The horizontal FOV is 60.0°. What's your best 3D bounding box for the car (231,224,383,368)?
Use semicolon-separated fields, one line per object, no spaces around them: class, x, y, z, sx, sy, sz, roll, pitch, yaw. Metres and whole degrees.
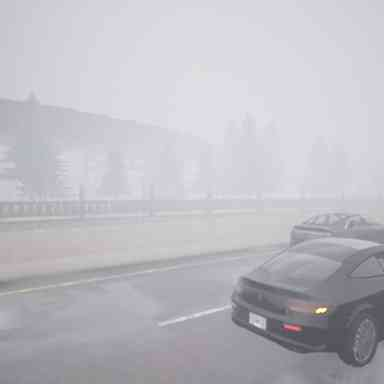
car;2.750;1.533;5.737;4.674;1.442;1.812;0;0;-35

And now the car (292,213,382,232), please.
car;5.632;1.508;11.987;4.902;1.511;2.128;0;0;-34
